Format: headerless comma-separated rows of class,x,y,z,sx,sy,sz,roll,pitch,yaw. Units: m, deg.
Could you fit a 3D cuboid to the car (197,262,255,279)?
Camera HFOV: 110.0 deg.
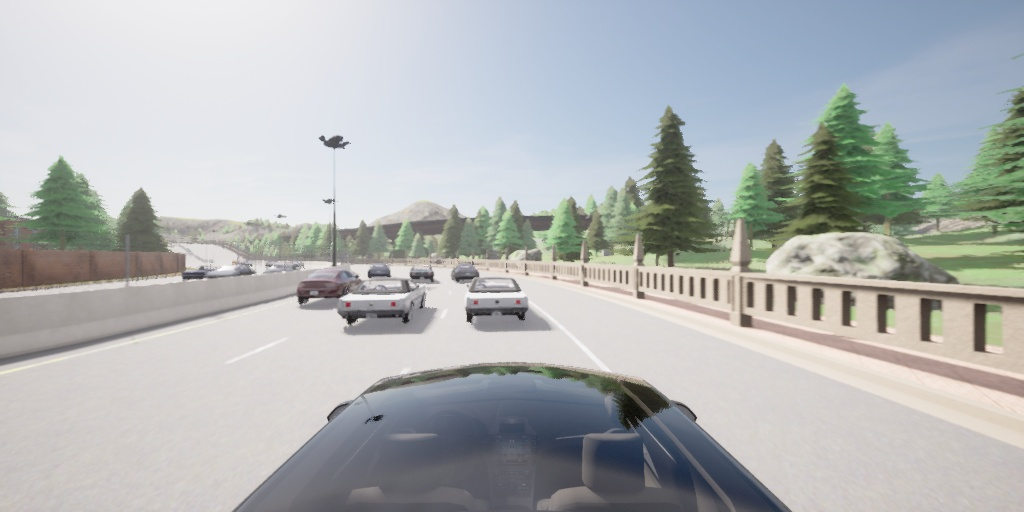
car,-21.783,1.406,28.034,2.033,1.411,5.357,0,0,-17

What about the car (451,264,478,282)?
car,-3.886,1.354,29.443,1.994,1.385,4.181,0,0,-15

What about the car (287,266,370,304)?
car,-8.283,1.321,16.673,1.812,1.442,4.674,0,0,-8

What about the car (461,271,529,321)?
car,-0.652,1.363,12.527,1.895,1.301,4.718,0,0,-6

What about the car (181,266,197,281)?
car,-26.547,1.481,31.170,1.895,1.301,4.718,0,0,-20

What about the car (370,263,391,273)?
car,-12.595,1.392,34.052,1.994,1.385,4.181,0,0,-19

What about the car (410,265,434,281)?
car,-7.519,1.405,29.704,1.895,1.301,4.718,0,0,-16

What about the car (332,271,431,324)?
car,-4.116,1.376,12.168,1.895,1.301,4.718,0,0,-6

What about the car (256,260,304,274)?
car,-18.520,1.338,29.114,2.128,1.511,4.902,0,0,-18
